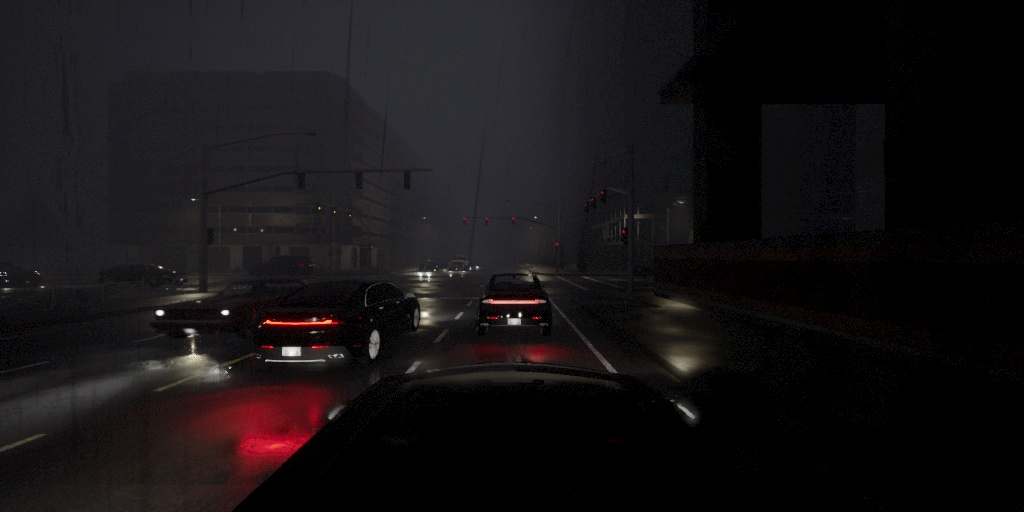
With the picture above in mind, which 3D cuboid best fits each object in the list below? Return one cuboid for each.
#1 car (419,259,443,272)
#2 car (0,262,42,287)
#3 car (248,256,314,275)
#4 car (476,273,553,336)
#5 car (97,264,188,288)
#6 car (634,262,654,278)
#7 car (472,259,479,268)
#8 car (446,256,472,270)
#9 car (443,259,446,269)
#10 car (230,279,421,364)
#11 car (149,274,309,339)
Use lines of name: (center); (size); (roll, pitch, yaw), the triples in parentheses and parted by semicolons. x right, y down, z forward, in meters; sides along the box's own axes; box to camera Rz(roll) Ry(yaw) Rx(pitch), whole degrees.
car: (-10.968, 1.241, 47.500); (2.128, 1.511, 4.902); (0, 0, 0)
car: (-34.397, 1.157, 23.764); (4.553, 1.767, 2.097); (0, 0, 0)
car: (-22.041, 1.027, 34.438); (5.566, 2.045, 2.150); (0, 0, 0)
car: (0.060, 1.242, 10.381); (2.128, 1.511, 4.902); (0, 0, 0)
car: (-24.323, 1.297, 23.742); (4.902, 1.511, 2.128); (0, 0, 0)
car: (13.954, 1.297, 34.369); (4.902, 1.511, 2.128); (0, 0, 0)
car: (-7.377, 1.297, 61.380); (2.033, 1.411, 5.357); (0, 0, 1)
car: (-7.481, 0.971, 51.106); (2.150, 2.045, 5.566); (0, 0, 0)
car: (-10.940, 1.228, 57.003); (1.882, 1.535, 5.008); (0, 0, 1)
car: (-3.450, 1.255, 8.061); (1.837, 1.490, 4.892); (0, 0, 0)
car: (-7.174, 1.351, 10.161); (1.895, 1.301, 4.718); (0, 0, -1)
